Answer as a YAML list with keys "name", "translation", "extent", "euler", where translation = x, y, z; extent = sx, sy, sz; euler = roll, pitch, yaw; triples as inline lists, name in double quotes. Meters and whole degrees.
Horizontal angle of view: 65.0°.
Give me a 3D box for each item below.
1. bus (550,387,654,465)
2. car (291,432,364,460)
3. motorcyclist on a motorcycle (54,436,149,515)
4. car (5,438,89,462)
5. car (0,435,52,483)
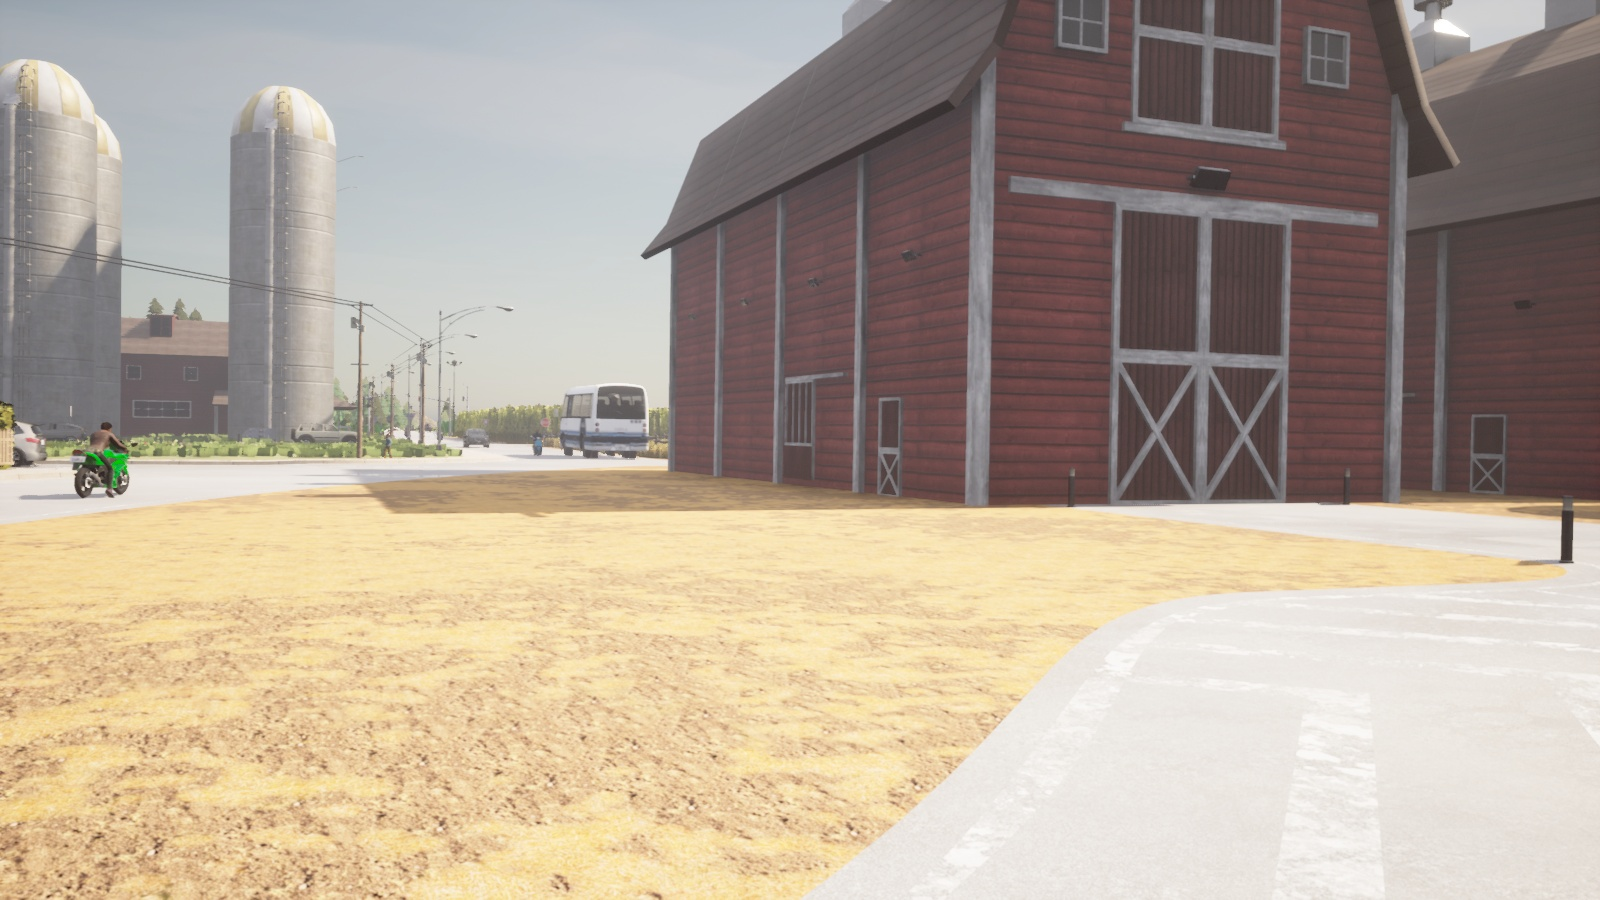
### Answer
- name: "bus"
  translation: [-11.911, -1.439, 74.524]
  extent: [3.944, 4.253, 10.273]
  euler: [-1, 1, -21]
- name: "car"
  translation: [-32.598, -0.297, 86.658]
  extent: [4.605, 1.855, 1.932]
  euler: [-1, 1, -22]
- name: "motorcyclist on a motorcycle"
  translation: [-14.074, 0.491, 25.371]
  extent: [0.797, 1.523, 2.044]
  euler: [0, 1, -2]
- name: "car"
  translation: [-49.995, -0.017, 83.432]
  extent: [4.514, 1.525, 2.007]
  euler: [-1, 1, -22]
- name: "car"
  translation: [-29.500, 0.318, 44.690]
  extent: [4.611, 1.667, 2.242]
  euler: [0, 1, -21]
